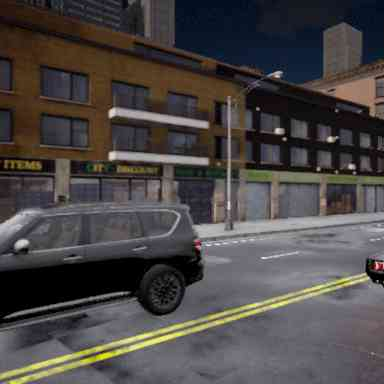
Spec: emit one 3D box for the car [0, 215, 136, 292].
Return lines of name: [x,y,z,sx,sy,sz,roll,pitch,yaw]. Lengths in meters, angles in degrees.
car: [-4.101,1.505,8.745,4.892,1.490,1.837,0,0,-35]

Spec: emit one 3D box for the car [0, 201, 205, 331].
car: [-2.336,1.222,6.012,5.566,2.045,2.150,0,0,-36]

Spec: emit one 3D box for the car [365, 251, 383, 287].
car: [6.158,1.606,7.835,4.718,1.301,1.895,0,0,-36]
